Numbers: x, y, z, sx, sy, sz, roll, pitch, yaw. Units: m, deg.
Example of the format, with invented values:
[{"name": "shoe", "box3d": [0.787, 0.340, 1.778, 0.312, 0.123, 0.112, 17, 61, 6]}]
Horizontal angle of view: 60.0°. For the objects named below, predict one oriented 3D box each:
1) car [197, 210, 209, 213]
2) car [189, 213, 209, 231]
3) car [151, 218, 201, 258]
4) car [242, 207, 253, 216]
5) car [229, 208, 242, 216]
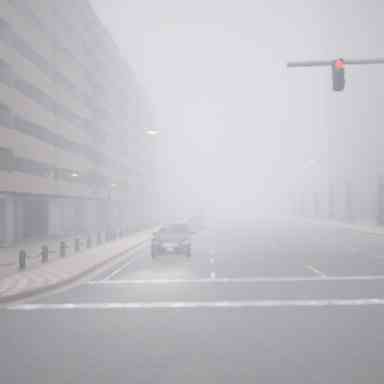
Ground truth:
[{"name": "car", "box3d": [1.595, 3.538, 51.090, 2.097, 1.767, 4.553, -2, -3, 4]}, {"name": "car", "box3d": [0.368, 3.250, 34.915, 2.033, 1.411, 5.357, -2, -3, 4]}, {"name": "car", "box3d": [-0.832, 2.334, 16.795, 2.128, 1.511, 4.902, -2, -3, 3]}, {"name": "car", "box3d": [14.629, 5.370, 86.419, 1.812, 1.442, 4.674, -2, -3, 4]}, {"name": "car", "box3d": [11.104, 5.161, 86.290, 2.150, 2.045, 5.566, -2, -3, 4]}]
